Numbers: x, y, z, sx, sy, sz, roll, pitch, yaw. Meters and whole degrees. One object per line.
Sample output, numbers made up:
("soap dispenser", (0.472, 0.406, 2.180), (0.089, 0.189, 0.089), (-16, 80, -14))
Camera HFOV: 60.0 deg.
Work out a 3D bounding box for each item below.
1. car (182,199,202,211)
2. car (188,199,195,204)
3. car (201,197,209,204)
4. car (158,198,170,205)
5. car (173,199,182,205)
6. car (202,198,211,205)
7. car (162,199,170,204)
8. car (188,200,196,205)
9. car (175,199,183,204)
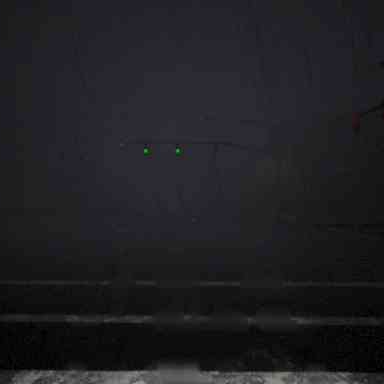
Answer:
("car", (-0.012, 1.906, 49.736), (2.097, 1.767, 4.553), (0, -1, 0))
("car", (-0.034, 2.516, 90.003), (1.895, 1.301, 4.718), (0, -1, 0))
("car", (3.466, 2.275, 89.948), (2.097, 1.767, 4.553), (0, -1, 0))
("car", (-7.029, 2.242, 79.908), (2.097, 1.767, 4.553), (0, -1, 0))
("car", (-3.529, 2.361, 79.555), (1.882, 1.535, 5.008), (0, -1, 0))
("car", (3.471, 2.361, 79.559), (1.882, 1.535, 5.008), (0, -1, 0))
("car", (-7.034, 2.473, 89.970), (1.994, 1.385, 4.181), (0, -1, 0))
("car", (-0.029, 2.483, 80.002), (1.895, 1.301, 4.718), (0, -1, 0))
("car", (-3.534, 2.516, 90.001), (1.895, 1.301, 4.718), (0, -1, 0))
